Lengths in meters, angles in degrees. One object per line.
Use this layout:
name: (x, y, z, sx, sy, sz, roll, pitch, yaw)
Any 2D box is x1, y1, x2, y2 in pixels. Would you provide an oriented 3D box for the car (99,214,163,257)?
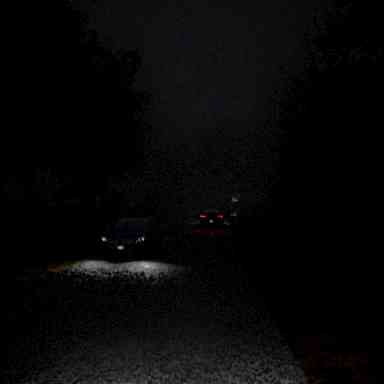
car: (-2.348, 1.681, 13.853, 1.812, 1.442, 4.674, 0, -1, 3)

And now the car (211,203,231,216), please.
car: (3.935, 2.336, 42.327, 1.994, 1.385, 4.181, 0, -1, 10)

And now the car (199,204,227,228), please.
car: (1.566, 1.905, 25.423, 1.812, 1.442, 4.674, 0, -1, 6)
